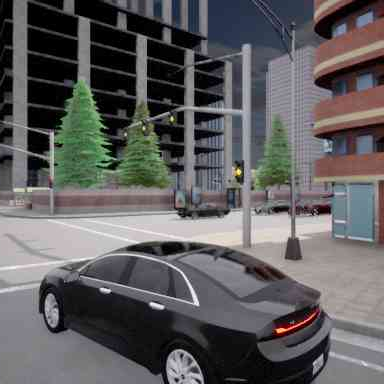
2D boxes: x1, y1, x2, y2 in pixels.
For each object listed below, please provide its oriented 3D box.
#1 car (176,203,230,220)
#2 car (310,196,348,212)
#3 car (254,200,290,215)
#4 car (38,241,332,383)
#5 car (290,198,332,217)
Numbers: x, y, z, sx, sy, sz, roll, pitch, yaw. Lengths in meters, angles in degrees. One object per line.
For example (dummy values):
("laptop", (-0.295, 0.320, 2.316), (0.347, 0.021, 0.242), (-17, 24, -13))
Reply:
("car", (0.983, 1.656, 29.065), (4.718, 1.301, 1.895), (0, 0, -36))
("car", (16.646, 1.407, 40.273), (4.553, 1.767, 2.097), (0, 0, -35))
("car", (8.563, 1.547, 34.501), (4.902, 1.511, 2.128), (0, 0, -36))
("car", (-0.534, 1.505, 5.001), (4.892, 1.490, 1.837), (0, 0, 41))
("car", (12.119, 1.407, 32.500), (4.553, 1.767, 2.097), (0, 0, -36))
